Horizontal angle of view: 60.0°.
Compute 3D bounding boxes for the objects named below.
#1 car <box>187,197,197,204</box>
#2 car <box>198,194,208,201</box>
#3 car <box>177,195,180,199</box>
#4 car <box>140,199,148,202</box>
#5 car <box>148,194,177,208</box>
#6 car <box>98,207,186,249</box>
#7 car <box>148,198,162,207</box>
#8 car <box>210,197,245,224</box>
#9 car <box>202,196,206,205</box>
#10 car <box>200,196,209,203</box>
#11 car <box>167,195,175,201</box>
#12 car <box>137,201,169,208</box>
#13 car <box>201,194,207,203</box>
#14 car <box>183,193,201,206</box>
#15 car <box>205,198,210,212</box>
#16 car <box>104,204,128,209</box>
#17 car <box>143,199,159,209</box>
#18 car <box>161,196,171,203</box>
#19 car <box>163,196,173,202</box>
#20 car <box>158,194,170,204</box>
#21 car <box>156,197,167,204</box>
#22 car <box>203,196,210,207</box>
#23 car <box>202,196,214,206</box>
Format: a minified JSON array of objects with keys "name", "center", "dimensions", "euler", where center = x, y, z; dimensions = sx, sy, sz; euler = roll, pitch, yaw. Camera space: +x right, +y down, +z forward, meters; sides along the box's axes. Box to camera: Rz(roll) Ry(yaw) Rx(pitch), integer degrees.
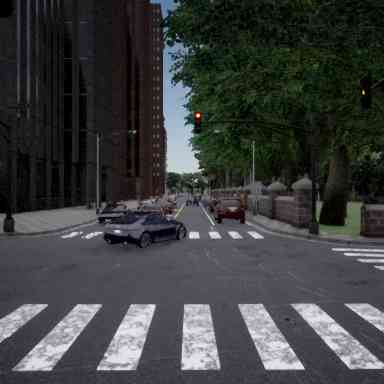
[{"name":"car","center":[0.027,1.620,65.591],"dimensions":[1.994,1.385,4.181],"euler":[0,0,0]},{"name":"car","center":[2.798,1.400,85.077],"dimensions":[2.192,1.841,5.009],"euler":[0,0,0]},{"name":"car","center":[-3.071,1.537,45.720],"dimensions":[1.837,1.490,4.892],"euler":[0,0,0]},{"name":"car","center":[-5.745,1.579,41.420],"dimensions":[2.008,1.369,4.403],"euler":[0,0,0]},{"name":"car","center":[-3.084,1.374,35.488],"dimensions":[2.097,1.767,4.553],"euler":[0,0,1]},{"name":"car","center":[-1.976,1.576,14.879],"dimensions":[1.994,1.385,4.181],"euler":[1,-1,30]},{"name":"car","center":[-5.741,1.623,52.335],"dimensions":[1.802,1.307,4.206],"euler":[0,0,0]},{"name":"car","center":[2.773,1.326,25.056],"dimensions":[2.192,1.841,5.009],"euler":[0,0,0]},{"name":"car","center":[2.782,1.585,46.881],"dimensions":[2.008,1.369,4.403],"euler":[0,0,0]},{"name":"car","center":[2.793,1.593,74.334],"dimensions":[1.752,1.417,4.829],"euler":[0,0,0]},{"name":"car","center":[-5.725,1.534,90.534],"dimensions":[1.967,1.590,4.097],"euler":[0,0,0]},{"name":"car","center":[-3.089,1.612,25.495],"dimensions":[1.895,1.301,4.718],"euler":[0,0,0]},{"name":"car","center":[2.784,1.481,52.338],"dimensions":[1.967,1.590,4.097],"euler":[0,0,0]},{"name":"car","center":[0.078,1.396,55.328],"dimensions":[2.097,1.767,4.553],"euler":[0,0,0]},{"name":"car","center":[2.778,1.588,35.968],"dimensions":[1.947,1.339,4.313],"euler":[0,0,0]},{"name":"car","center":[-5.752,1.576,25.050],"dimensions":[1.947,1.339,4.313],"euler":[0,0,0]},{"name":"car","center":[-5.743,1.616,46.877],"dimensions":[1.802,1.307,4.206],"euler":[0,0,0]},{"name":"car","center":[-5.732,1.612,74.163],"dimensions":[1.887,1.381,4.507],"euler":[0,0,0]},{"name":"car","center":[-5.730,1.620,79.620],"dimensions":[1.887,1.381,4.507],"euler":[0,0,0]},{"name":"car","center":[-5.734,1.375,68.706],"dimensions":[2.192,1.841,5.009],"euler":[0,0,0]},{"name":"car","center":[-5.736,1.635,63.249],"dimensions":[1.802,1.307,4.206],"euler":[0,0,0]},{"name":"car","center":[2.780,1.579,41.424],"dimensions":[2.008,1.369,4.403],"euler":[0,0,0]},{"name":"car","center":[2.787,1.487,57.794],"dimensions":[1.967,1.590,4.097],"euler":[0,0,0]}]
